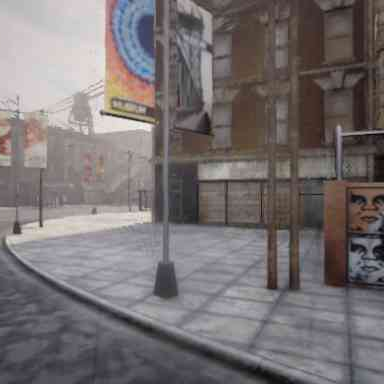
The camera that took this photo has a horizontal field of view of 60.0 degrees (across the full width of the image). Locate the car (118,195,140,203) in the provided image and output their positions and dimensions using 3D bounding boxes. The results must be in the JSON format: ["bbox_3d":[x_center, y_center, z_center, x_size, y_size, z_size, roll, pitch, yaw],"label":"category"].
[{"bbox_3d":[-13.021,1.592,68.855,2.150,2.045,5.566,0,-1,25],"label":"car"}]
